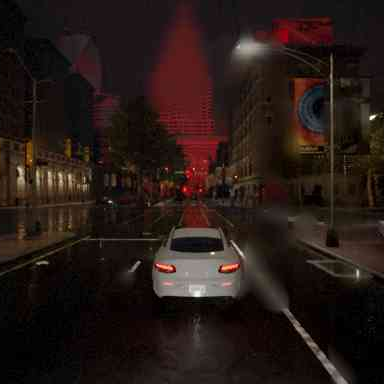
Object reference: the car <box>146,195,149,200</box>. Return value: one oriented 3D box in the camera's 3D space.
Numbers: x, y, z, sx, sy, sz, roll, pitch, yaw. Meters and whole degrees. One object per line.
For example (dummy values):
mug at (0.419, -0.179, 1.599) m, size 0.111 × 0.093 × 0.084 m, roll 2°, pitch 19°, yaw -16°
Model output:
car at (-11.147, 1.355, 76.757) m, size 2.097 × 1.767 × 4.553 m, roll 0°, pitch 0°, yaw 0°

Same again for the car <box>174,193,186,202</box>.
car at (-3.136, 1.553, 78.802) m, size 1.994 × 1.385 × 4.181 m, roll 0°, pitch 0°, yaw 0°

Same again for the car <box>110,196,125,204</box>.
car at (-14.711, 1.505, 66.328) m, size 1.837 × 1.490 × 4.892 m, roll 0°, pitch 0°, yaw 1°

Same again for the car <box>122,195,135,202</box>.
car at (-14.647, 1.478, 76.742) m, size 1.882 × 1.535 × 5.008 m, roll 0°, pitch 0°, yaw 0°

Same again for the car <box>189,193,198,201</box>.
car at (0.396, 1.355, 86.065) m, size 2.097 × 1.767 × 4.553 m, roll 0°, pitch 0°, yaw 0°

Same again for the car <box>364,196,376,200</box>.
car at (34.758, 1.481, 68.023) m, size 2.231 × 1.521 × 4.892 m, roll 0°, pitch 0°, yaw 0°

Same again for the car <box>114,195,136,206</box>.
car at (-11.324, 1.478, 56.724) m, size 1.882 × 1.535 × 5.008 m, roll 0°, pitch 0°, yaw 0°

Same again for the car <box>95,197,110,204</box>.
car at (-17.943, 1.595, 66.873) m, size 1.895 × 1.301 × 4.718 m, roll 0°, pitch 0°, yaw 0°

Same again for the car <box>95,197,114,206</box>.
car at (-14.823, 1.547, 56.789) m, size 2.033 × 1.411 × 5.357 m, roll 0°, pitch 0°, yaw 0°

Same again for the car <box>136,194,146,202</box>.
car at (-11.214, 1.547, 66.537) m, size 2.033 × 1.411 × 5.357 m, roll 0°, pitch 0°, yaw 1°

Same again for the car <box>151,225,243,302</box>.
car at (0.114, 1.526, 8.122) m, size 1.812 × 1.442 × 4.674 m, roll 0°, pitch 0°, yaw 1°
